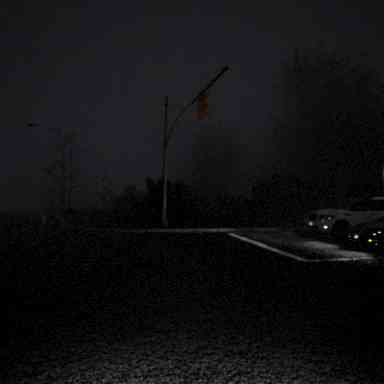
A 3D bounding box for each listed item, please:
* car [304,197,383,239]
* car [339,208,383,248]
[{"bbox_3d":[8.804,1.288,17.599,5.566,2.045,2.150,0,0,-11],"label":"car"},{"bbox_3d":[9.093,1.598,14.064,4.892,1.490,1.837,0,0,-11],"label":"car"}]
